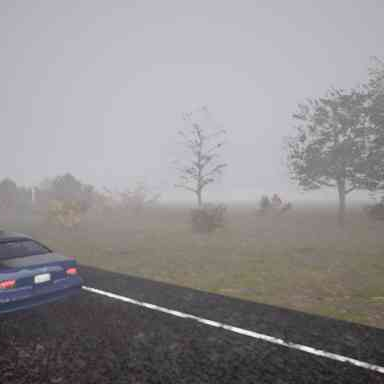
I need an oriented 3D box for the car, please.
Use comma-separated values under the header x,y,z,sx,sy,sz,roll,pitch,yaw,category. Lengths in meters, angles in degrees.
x,y,z,sx,sy,sz,roll,pitch,yaw,category
-4.675,1.594,7.464,5.357,1.411,2.033,0,0,37,car
